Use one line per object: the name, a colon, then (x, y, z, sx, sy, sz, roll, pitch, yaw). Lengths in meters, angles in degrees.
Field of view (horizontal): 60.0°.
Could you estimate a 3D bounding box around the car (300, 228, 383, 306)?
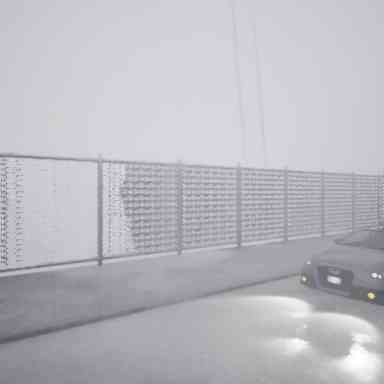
car: (4.449, 1.568, 7.768, 4.181, 1.385, 1.994, 0, 0, -35)
